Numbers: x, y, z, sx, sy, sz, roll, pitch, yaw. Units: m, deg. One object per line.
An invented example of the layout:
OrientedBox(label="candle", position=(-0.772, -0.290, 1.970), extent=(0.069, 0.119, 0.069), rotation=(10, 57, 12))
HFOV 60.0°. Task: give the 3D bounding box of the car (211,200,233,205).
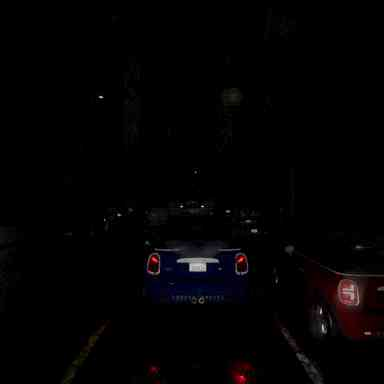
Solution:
OrientedBox(label="car", position=(2.865, 1.569, 28.451), extent=(1.947, 1.339, 4.313), rotation=(0, 0, 0))

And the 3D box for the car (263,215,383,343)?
OrientedBox(label="car", position=(2.856, 1.440, 6.445), extent=(1.967, 1.590, 4.097), rotation=(0, 0, 0))

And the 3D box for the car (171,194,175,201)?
OrientedBox(label="car", position=(-5.588, 1.616, 76.374), extent=(2.008, 1.369, 4.403), rotation=(0, 0, 0))

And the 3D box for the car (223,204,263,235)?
OrientedBox(label="car", position=(2.860, 1.552, 17.448), extent=(2.008, 1.369, 4.403), rotation=(0, 0, 0))

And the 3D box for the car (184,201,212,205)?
OrientedBox(label="car", position=(0.102, 1.479, 17.322), extent=(1.882, 1.535, 5.008), rotation=(0, 0, 0))

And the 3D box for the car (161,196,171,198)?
OrientedBox(label="car", position=(-5.613, 1.625, 65.557), extent=(1.802, 1.307, 4.206), rotation=(0, 0, 0))

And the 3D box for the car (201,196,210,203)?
OrientedBox(label="car", position=(2.924, 1.579, 71.120), extent=(1.752, 1.417, 4.829), rotation=(0, 0, 0))

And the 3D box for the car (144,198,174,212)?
OrientedBox(label="car", position=(-2.991, 1.550, 29.160), extent=(2.033, 1.411, 5.357), rotation=(0, 0, 0))

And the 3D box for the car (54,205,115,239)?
OrientedBox(label="car", position=(-5.665, 1.567, 17.451), extent=(1.947, 1.339, 4.313), rotation=(0, 0, 0))

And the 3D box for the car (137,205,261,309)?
OrientedBox(label="car", position=(0.102, 1.352, 8.015), extent=(2.097, 1.767, 4.553), rotation=(0, 0, 0))

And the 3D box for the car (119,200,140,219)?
OrientedBox(label="car", position=(-5.661, 1.443, 28.454), extent=(1.967, 1.590, 4.097), rotation=(0, 0, 0))

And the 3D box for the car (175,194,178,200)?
OrientedBox(label="car", position=(-5.554, 1.637, 92.430), extent=(1.752, 1.417, 4.829), rotation=(0, 0, 0))

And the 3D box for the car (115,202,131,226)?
OrientedBox(label="car", position=(-5.663, 1.584, 22.953), extent=(1.802, 1.307, 4.206), rotation=(0, 0, 0))

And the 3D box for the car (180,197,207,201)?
OrientedBox(label="car", position=(0.010, 1.459, 27.509), extent=(1.801, 1.575, 5.366), rotation=(0, 0, 0))

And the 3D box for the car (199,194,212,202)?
OrientedBox(label="car", position=(2.912, 1.483, 65.541), extent=(1.967, 1.590, 4.097), rotation=(0, 0, 0))
